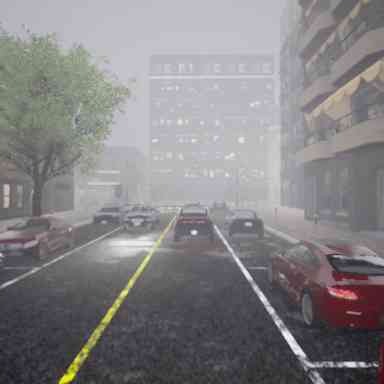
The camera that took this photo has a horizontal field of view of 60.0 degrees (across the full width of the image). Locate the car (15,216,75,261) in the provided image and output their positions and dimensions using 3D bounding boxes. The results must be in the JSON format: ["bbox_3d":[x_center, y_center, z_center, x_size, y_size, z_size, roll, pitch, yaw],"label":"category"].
[{"bbox_3d":[-5.648,1.583,12.236,1.802,1.307,4.206,1,0,0],"label":"car"}]

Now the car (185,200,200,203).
[{"bbox_3d":[0.092,1.499,33.321,2.128,1.511,4.902,0,0,0],"label":"car"}]

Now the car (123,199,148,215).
[{"bbox_3d":[-5.823,1.533,34.814,1.752,1.417,4.829,1,0,0],"label":"car"}]

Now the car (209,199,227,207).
[{"bbox_3d":[2.743,1.449,35.040,1.967,1.590,4.097,1,0,0],"label":"car"}]

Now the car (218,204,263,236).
[{"bbox_3d":[2.698,1.569,17.983,1.947,1.339,4.313,1,0,0],"label":"car"}]

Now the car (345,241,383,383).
[{"bbox_3d":[2.706,1.315,0.924,2.192,1.841,5.009,1,0,0],"label":"car"}]

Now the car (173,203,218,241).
[{"bbox_3d":[0.096,1.506,16.824,1.837,1.490,4.892,0,0,0],"label":"car"}]

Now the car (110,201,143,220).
[{"bbox_3d":[-5.652,1.557,29.297,2.008,1.369,4.403,1,0,0],"label":"car"}]

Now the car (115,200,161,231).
[{"bbox_3d":[-3.008,1.497,20.703,2.128,1.511,4.902,0,0,0],"label":"car"}]

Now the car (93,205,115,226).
[{"bbox_3d":[-5.650,1.570,23.609,1.947,1.339,4.313,1,0,0],"label":"car"}]

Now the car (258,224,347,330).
[{"bbox_3d":[2.700,1.583,6.610,1.802,1.307,4.206,1,0,0],"label":"car"}]

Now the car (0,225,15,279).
[{"bbox_3d":[-5.645,1.441,6.550,1.967,1.590,4.097,1,0,0],"label":"car"}]
